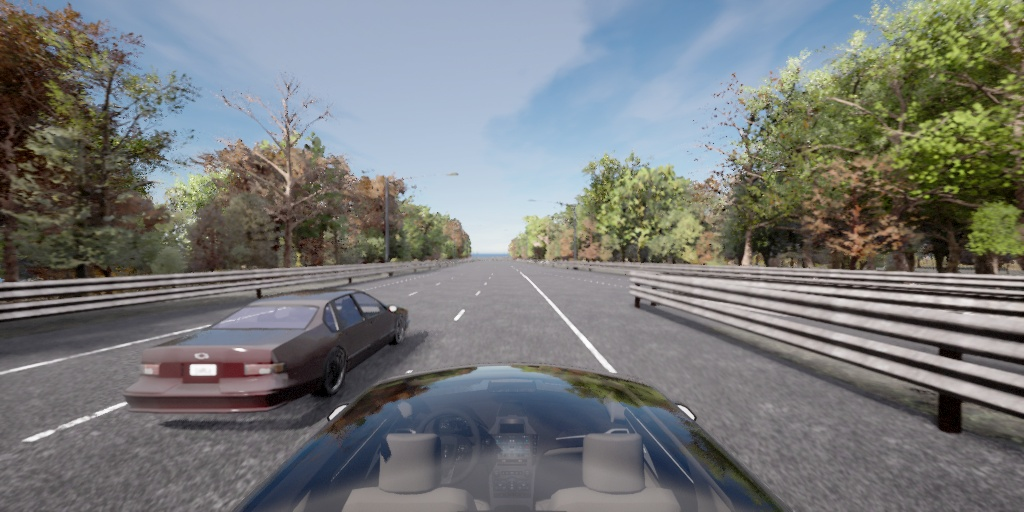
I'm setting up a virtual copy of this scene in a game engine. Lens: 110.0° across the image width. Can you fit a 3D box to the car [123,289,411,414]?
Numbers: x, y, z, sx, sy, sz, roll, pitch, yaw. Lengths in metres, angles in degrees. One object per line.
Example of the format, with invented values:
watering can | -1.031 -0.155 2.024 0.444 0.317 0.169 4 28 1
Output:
car | -3.418 1.309 6.465 2.033 1.411 5.357 0 0 0
